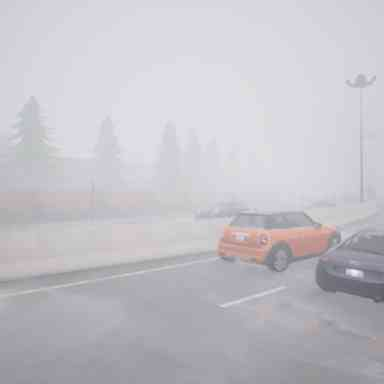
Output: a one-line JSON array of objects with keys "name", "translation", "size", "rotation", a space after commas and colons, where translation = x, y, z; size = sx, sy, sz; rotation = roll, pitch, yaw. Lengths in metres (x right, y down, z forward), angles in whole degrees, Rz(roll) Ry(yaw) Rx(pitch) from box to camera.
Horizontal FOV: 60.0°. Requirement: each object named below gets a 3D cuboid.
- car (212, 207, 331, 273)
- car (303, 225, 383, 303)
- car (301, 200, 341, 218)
[{"name": "car", "translation": [3.011, 1.339, 10.914], "size": [4.553, 1.767, 2.097], "rotation": [0, 0, -40]}, {"name": "car", "translation": [4.702, 1.535, 7.778], "size": [4.181, 1.385, 1.994], "rotation": [0, 0, -40]}, {"name": "car", "translation": [12.097, 1.478, 30.991], "size": [2.033, 1.411, 5.357], "rotation": [0, 0, 37]}]
